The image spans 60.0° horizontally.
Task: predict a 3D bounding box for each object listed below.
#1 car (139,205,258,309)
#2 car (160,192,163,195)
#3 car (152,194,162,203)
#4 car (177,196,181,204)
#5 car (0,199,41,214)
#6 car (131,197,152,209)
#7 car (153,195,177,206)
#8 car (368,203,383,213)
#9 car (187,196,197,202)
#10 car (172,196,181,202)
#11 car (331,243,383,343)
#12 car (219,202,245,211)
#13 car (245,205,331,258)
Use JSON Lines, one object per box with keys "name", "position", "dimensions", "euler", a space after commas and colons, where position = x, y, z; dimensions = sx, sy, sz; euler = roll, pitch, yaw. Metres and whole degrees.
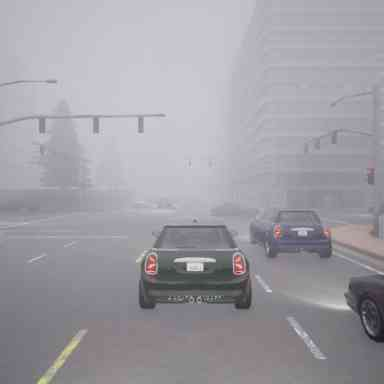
{"name": "car", "position": [0.067, 1.352, 8.029], "dimensions": [2.097, 1.767, 4.553], "euler": [0, 0, 0]}
{"name": "car", "position": [-7.034, 1.355, 76.121], "dimensions": [2.097, 1.767, 4.553], "euler": [0, 0, 0]}
{"name": "car", "position": [-7.083, 1.601, 62.251], "dimensions": [1.895, 1.301, 4.718], "euler": [0, 0, 0]}
{"name": "car", "position": [-3.584, 1.492, 62.882], "dimensions": [2.128, 1.511, 4.902], "euler": [0, 0, 0]}
{"name": "car", "position": [-17.954, 1.448, 33.691], "dimensions": [4.892, 1.490, 1.837], "euler": [0, 1, 0]}
{"name": "car", "position": [-7.121, 1.526, 45.852], "dimensions": [1.812, 1.442, 4.674], "euler": [0, 0, 0]}
{"name": "car", "position": [-3.619, 1.491, 45.021], "dimensions": [2.128, 1.511, 4.902], "euler": [0, 0, 0]}
{"name": "car", "position": [19.922, 1.492, 32.505], "dimensions": [5.357, 1.411, 2.033], "euler": [0, 0, -18]}
{"name": "car", "position": [-0.010, 1.517, 73.499], "dimensions": [2.128, 1.511, 4.902], "euler": [0, 0, 0]}
{"name": "car", "position": [-3.534, 1.552, 76.752], "dimensions": [1.994, 1.385, 4.181], "euler": [0, 0, 0]}
{"name": "car", "position": [3.597, 1.547, 3.394], "dimensions": [2.033, 1.411, 5.357], "euler": [0, 0, 0]}
{"name": "car", "position": [3.675, 1.539, 28.700], "dimensions": [4.181, 1.385, 1.994], "euler": [0, 0, 32]}
{"name": "car", "position": [3.581, 1.352, 12.869], "dimensions": [2.097, 1.767, 4.553], "euler": [0, 0, 0]}
